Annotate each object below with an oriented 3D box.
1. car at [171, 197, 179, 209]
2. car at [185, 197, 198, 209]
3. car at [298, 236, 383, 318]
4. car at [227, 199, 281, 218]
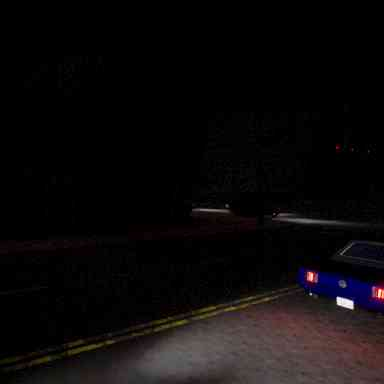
[{"bbox_3d":[-3.599,1.477,43.380,1.882,1.535,5.008,0,0,-36],"label":"car"},{"bbox_3d":[-1.131,1.492,45.947,2.128,1.511,4.902,0,0,-36],"label":"car"},{"bbox_3d":[4.427,1.601,6.925,4.718,1.301,1.895,0,0,-35],"label":"car"},{"bbox_3d":[5.759,1.600,30.322,1.895,1.301,4.718,0,0,-36],"label":"car"}]
